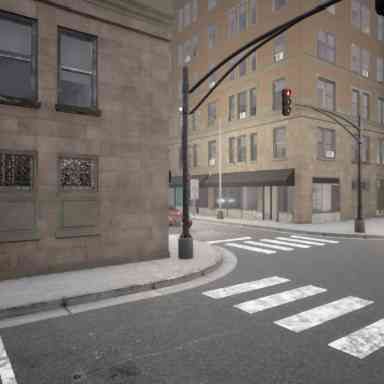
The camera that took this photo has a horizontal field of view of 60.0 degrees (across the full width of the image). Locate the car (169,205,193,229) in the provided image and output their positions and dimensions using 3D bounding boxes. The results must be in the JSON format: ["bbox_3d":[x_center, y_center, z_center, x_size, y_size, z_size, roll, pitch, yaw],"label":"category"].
[{"bbox_3d":[-1.859,1.427,19.855,1.812,1.442,4.674,0,0,-36],"label":"car"}]
